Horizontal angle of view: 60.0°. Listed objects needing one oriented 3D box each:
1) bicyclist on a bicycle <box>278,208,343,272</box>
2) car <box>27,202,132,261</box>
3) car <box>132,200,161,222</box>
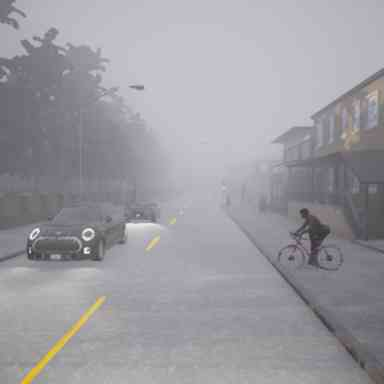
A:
[{"bbox_3d":[3.036,1.241,8.520,1.656,1.620,0.582,0,1,2],"label":"bicyclist on a bicycle"},{"bbox_3d":[-3.720,1.194,11.525,2.097,1.767,4.553,0,1,2],"label":"car"},{"bbox_3d":[-3.300,1.261,22.755,1.994,1.385,4.181,0,1,2],"label":"car"}]
